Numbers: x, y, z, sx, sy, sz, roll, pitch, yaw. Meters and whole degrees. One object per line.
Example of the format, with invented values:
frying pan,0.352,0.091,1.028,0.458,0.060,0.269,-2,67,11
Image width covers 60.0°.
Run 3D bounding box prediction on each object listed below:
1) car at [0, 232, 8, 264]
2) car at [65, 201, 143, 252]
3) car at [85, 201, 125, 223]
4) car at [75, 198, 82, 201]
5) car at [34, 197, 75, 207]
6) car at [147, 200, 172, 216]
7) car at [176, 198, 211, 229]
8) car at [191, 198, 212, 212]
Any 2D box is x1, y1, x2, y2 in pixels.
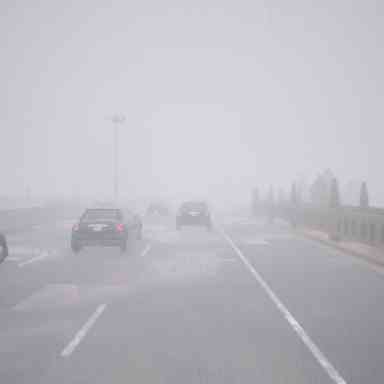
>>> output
car,-6.905,1.352,8.751,2.097,1.767,4.553,0,0,0
car,-3.407,1.352,14.122,2.097,1.767,4.553,0,0,0
car,-6.855,1.505,26.812,1.837,1.490,4.892,0,0,1
car,-15.986,1.506,43.831,1.837,1.490,4.892,0,0,9
car,-13.770,1.547,32.459,2.033,1.411,5.357,0,0,3
car,-3.097,1.506,32.247,1.837,1.490,4.892,0,0,4
car,0.095,1.353,21.606,2.097,1.767,4.553,0,0,0
car,1.196,1.479,39.505,1.882,1.535,5.008,0,0,8
